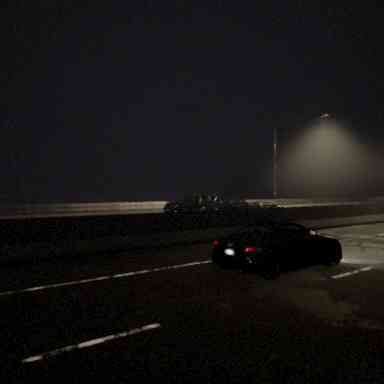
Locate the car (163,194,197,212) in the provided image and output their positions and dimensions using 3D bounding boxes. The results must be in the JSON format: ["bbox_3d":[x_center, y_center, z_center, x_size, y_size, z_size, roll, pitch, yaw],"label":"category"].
[{"bbox_3d":[0.151,1.192,29.912,5.566,2.045,2.150,0,0,-36],"label":"car"}]

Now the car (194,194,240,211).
[{"bbox_3d":[2.860,1.320,27.542,4.553,1.767,2.097,0,0,-35],"label":"car"}]

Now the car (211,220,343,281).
[{"bbox_3d":[2.617,1.550,9.921,4.181,1.385,1.994,0,0,-36],"label":"car"}]

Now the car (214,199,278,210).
[{"bbox_3d":[4.373,1.460,24.322,4.902,1.511,2.128,0,0,-35],"label":"car"}]
